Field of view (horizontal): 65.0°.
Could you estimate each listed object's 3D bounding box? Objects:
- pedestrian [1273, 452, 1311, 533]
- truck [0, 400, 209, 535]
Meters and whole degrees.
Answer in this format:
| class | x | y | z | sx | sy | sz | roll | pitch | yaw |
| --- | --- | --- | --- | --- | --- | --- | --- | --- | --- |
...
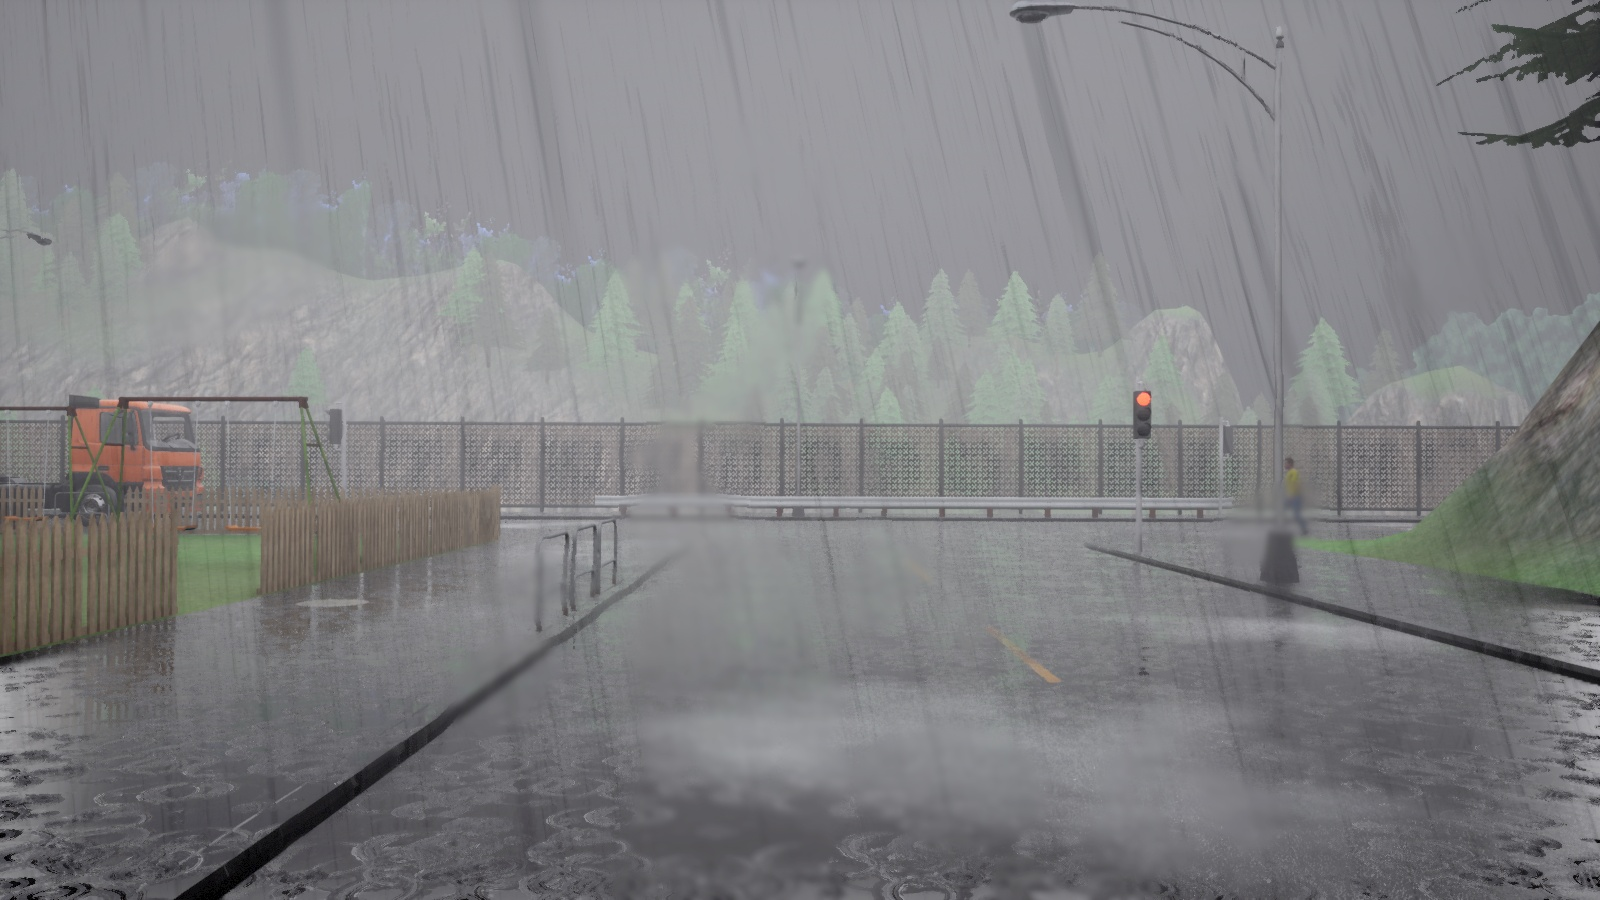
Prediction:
| class | x | y | z | sx | sy | sz | roll | pitch | yaw |
| --- | --- | --- | --- | --- | --- | --- | --- | --- | --- |
| pedestrian | 11.178 | 0.958 | 28.519 | 0.706 | 1.836 | 0.354 | 0 | -1 | 0 |
| truck | -20.482 | 0.478 | 33.609 | 7.936 | 3.462 | 2.891 | 0 | -1 | 0 |
